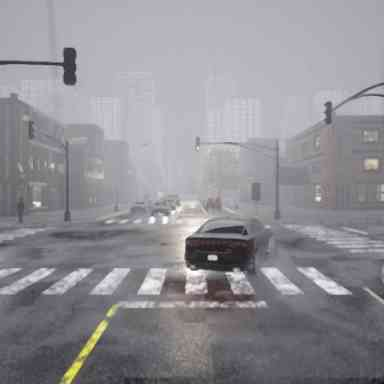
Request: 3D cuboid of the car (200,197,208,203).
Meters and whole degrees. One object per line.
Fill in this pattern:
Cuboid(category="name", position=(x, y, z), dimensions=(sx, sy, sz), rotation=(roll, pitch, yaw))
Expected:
Cuboid(category="car", position=(2.680, 1.752, 75.718), dimensions=(1.802, 1.307, 4.206), rotation=(0, 0, 0))

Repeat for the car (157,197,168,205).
Cuboid(category="car", position=(-5.699, 1.718, 64.667), dimensions=(1.802, 1.307, 4.206), rotation=(0, 0, 0))

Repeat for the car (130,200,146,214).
Cuboid(category="car", position=(-5.782, 1.610, 37.044), dimensions=(1.887, 1.381, 4.507), rotation=(0, 0, 0))

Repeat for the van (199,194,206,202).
Cuboid(category="van", position=(2.678, 1.548, 86.770), dimensions=(1.690, 1.788, 3.998), rotation=(0, 0, 0))

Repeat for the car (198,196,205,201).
Cuboid(category="car", position=(2.677, 1.753, 92.464), dimensions=(1.752, 1.417, 4.829), rotation=(0, 0, 0))

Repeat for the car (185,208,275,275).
Cuboid(category="car", position=(1.389, 1.489, 10.708), dimensions=(1.882, 1.535, 5.008), rotation=(-1, 0, 20))

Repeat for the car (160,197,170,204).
Cuboid(category="car", position=(-5.699, 1.734, 70.191), dimensions=(1.802, 1.307, 4.206), rotation=(0, 0, 0))

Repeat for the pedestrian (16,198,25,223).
Cuboid(category="pedestrian", position=(-12.515, 1.324, 24.301), dimensions=(0.375, 1.860, 0.375), rotation=(0, 0, 0))

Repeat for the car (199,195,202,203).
Cuboid(category="car", position=(2.682, 1.686, 59.143), dimensions=(1.947, 1.339, 4.313), rotation=(0, 0, 0))

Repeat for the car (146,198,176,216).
Cuboid(category="car", position=(-3.096, 1.606, 34.006), dimensions=(2.033, 1.411, 5.357), rotation=(0, 0, 0))

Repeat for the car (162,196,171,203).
Cuboid(category="car", position=(-5.701, 1.694, 75.547), dimensions=(1.752, 1.417, 4.829), rotation=(0, 0, 0))

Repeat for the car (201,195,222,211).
Cuboid(category="car", position=(2.685, 1.393, 42.567), dimensions=(2.192, 1.841, 5.009), rotation=(0, 0, 0))

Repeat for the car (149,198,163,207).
Cuboid(category="car", position=(-5.697, 1.630, 53.446), dimensions=(1.752, 1.417, 4.829), rotation=(0, 0, 0))

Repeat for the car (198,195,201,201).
Cuboid(category="car", position=(2.681, 1.686, 64.668), dimensions=(2.008, 1.369, 4.403), rotation=(0, 0, 0))

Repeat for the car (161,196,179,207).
Cuboid(category="car", position=(-3.074, 1.606, 43.451), dimensions=(1.812, 1.442, 4.674), rotation=(0, 0, 0))

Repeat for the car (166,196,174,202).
Cuboid(category="car", position=(-5.702, 1.758, 86.768), dimensions=(2.008, 1.369, 4.403), rotation=(0, 0, 0))

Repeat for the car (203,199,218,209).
Cuboid(category="car", position=(2.684, 1.657, 48.092), dimensions=(1.947, 1.339, 4.313), rotation=(0, 0, 0))

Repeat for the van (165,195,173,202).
Cuboid(category="van", position=(-5.701, 1.529, 81.243), dimensions=(1.690, 1.788, 3.998), rotation=(0, 0, 0))

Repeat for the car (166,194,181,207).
Cuboid(category="car", position=(-3.008, 1.328, 54.056), dimensions=(2.150, 2.045, 5.566), rotation=(0, 0, 0))

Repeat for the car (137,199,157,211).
Cuboid(category="car", position=(-5.696, 1.644, 42.565), dimensions=(1.947, 1.339, 4.313), rotation=(0, 0, 0))
